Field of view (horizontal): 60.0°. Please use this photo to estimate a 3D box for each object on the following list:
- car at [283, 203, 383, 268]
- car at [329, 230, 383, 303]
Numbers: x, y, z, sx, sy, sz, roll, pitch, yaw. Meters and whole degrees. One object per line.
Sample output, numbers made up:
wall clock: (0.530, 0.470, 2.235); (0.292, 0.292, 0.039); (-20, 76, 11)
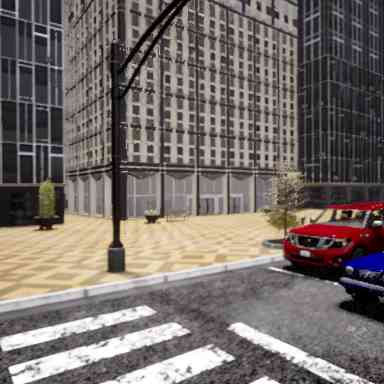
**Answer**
car: (4.999, 1.284, 10.132); (5.009, 1.841, 2.192); (0, 0, -35)
car: (5.171, 1.575, 7.045); (4.718, 1.301, 1.895); (0, 0, -36)
